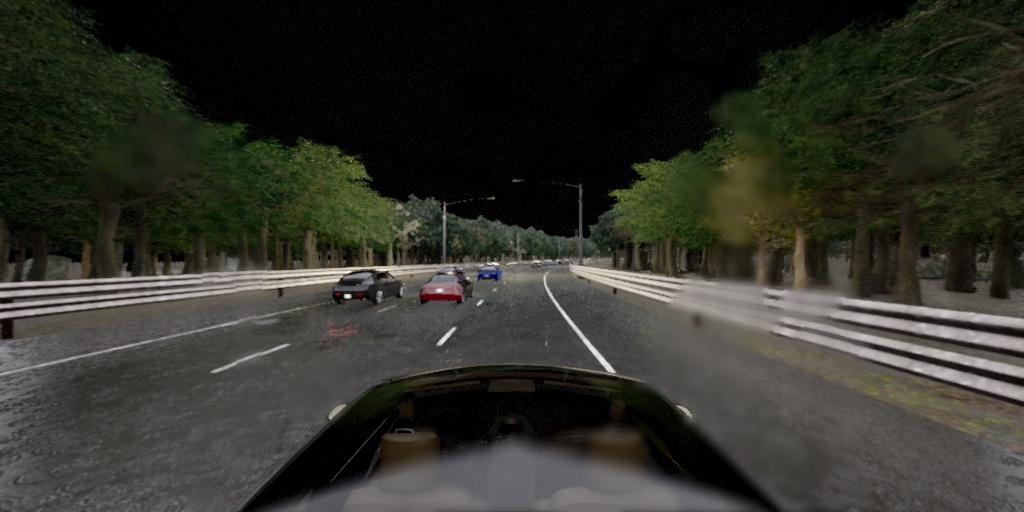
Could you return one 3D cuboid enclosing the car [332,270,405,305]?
[{"bbox_3d":[-6.580,1.411,16.969,1.837,1.490,4.892,0,-1,2],"label":"car"}]

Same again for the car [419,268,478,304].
[{"bbox_3d":[-3.054,1.487,17.513,1.994,1.385,4.181,0,-1,2],"label":"car"}]

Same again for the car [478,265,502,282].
[{"bbox_3d":[-2.058,1.608,34.151,1.882,1.535,5.008,0,-1,4],"label":"car"}]
